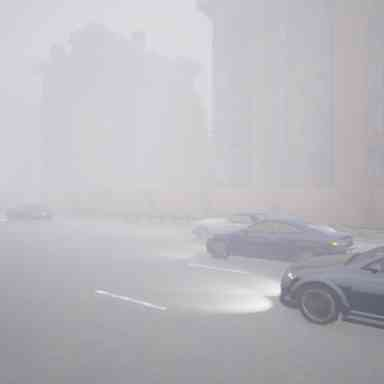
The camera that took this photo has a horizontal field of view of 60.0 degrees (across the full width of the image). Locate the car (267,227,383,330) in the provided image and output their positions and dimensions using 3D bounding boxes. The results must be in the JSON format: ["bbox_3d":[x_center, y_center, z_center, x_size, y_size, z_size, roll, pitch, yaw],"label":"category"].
[{"bbox_3d":[3.690,1.565,5.659,4.181,1.385,1.994,0,0,35],"label":"car"}]

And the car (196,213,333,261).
[{"bbox_3d":[2.665,1.526,10.687,4.674,1.442,1.812,0,0,35],"label":"car"}]

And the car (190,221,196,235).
[{"bbox_3d":[2.257,1.601,15.275,4.718,1.301,1.895,0,0,35],"label":"car"}]

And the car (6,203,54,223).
[{"bbox_3d":[-12.671,1.565,25.914,4.181,1.385,1.994,0,0,36],"label":"car"}]
